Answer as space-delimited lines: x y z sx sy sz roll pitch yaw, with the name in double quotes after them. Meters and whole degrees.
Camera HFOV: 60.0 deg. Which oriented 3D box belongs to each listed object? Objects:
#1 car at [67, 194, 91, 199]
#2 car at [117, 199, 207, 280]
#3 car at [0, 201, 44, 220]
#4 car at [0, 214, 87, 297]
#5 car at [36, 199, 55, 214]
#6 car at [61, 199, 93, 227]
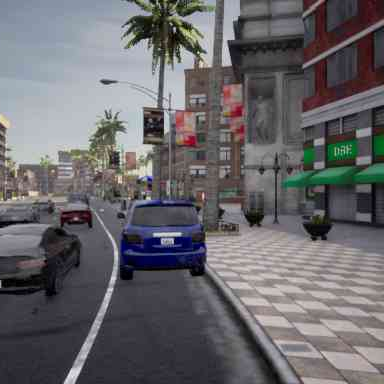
-12.015 1.211 35.249 2.150 2.045 5.566 0 0 -18 "car"
-1.082 1.219 10.223 2.150 2.045 5.566 0 0 -11 "car"
-11.327 1.553 22.081 1.994 1.385 4.181 0 0 -18 "car"
-3.989 1.523 8.323 1.812 1.442 4.674 0 0 -10 "car"
-15.730 1.478 35.405 2.128 1.511 4.902 0 0 -18 "car"
-7.769 1.471 22.453 1.882 1.535 5.008 0 0 -18 "car"
